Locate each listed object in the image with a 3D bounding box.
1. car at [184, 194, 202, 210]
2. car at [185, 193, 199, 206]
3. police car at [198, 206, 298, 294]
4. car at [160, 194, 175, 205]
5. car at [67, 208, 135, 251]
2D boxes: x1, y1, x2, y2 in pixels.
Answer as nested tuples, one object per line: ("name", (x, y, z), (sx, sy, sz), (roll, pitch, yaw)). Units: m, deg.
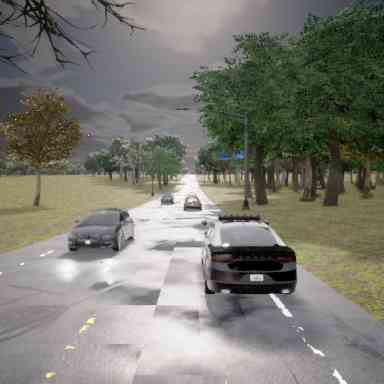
("car", (0.078, 1.266, 37.031), (1.994, 1.385, 4.181), (0, 1, 0))
("car", (0.035, 0.991, 46.989), (1.882, 1.535, 5.008), (0, 1, 1))
("police car", (1.226, 1.411, 8.878), (1.930, 1.638, 5.238), (0, 0, 0))
("car", (-3.491, 1.004, 47.734), (1.837, 1.490, 4.892), (0, 1, 0))
("car", (-3.597, 1.470, 13.928), (1.837, 1.490, 4.892), (0, 0, 0))
